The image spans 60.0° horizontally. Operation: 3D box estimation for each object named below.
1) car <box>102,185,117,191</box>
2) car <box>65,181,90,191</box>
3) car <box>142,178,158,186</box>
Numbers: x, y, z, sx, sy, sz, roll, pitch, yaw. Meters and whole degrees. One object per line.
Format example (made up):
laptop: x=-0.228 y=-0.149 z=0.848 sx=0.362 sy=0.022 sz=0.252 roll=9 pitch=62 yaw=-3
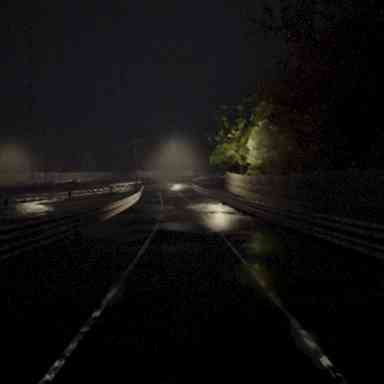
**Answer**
car: x=-15.510 y=-0.646 z=62.671 sx=1.994 sy=1.385 sz=4.181 roll=1 pitch=4 yaw=19
car: x=-22.175 y=-1.087 z=64.799 sx=2.150 sy=2.045 sz=5.566 roll=1 pitch=4 yaw=19
car: x=-10.944 y=-2.641 z=86.346 sx=2.150 sy=2.045 sz=5.566 roll=1 pitch=4 yaw=19
